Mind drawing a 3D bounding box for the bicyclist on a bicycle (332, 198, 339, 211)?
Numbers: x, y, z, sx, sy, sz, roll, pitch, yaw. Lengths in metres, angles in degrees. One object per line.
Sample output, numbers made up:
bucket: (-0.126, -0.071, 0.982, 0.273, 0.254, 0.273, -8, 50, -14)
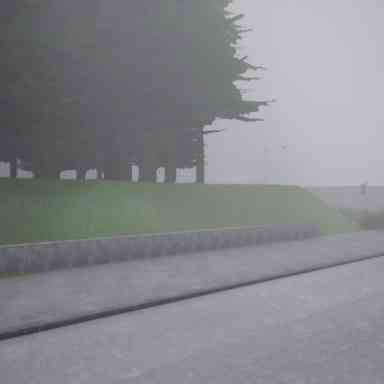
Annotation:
bicyclist on a bicycle: (18.250, 1.547, 42.112, 1.656, 1.620, 0.582, 0, 0, -36)
